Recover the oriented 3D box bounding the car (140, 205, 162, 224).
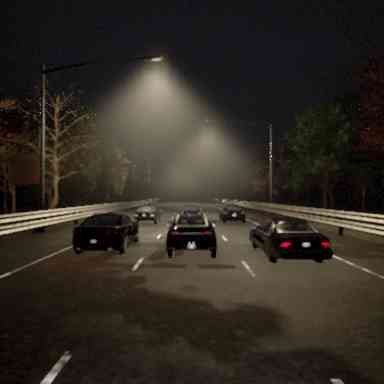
[{"bbox_3d":[-3.628,1.825,27.643,2.033,1.411,5.357,0,-1,0],"label":"car"}]

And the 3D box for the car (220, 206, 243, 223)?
[{"bbox_3d":[3.375,1.852,28.688,1.994,1.385,4.181,0,0,0],"label":"car"}]

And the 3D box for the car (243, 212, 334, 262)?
[{"bbox_3d":[3.484,1.678,12.650,2.033,1.411,5.357,0,-1,0],"label":"car"}]

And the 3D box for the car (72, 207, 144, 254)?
[{"bbox_3d":[-3.507,1.624,14.335,1.882,1.535,5.008,0,0,0],"label":"car"}]

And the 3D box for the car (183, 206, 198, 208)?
[{"bbox_3d":[-0.127,1.851,28.502,1.994,1.385,4.181,0,0,0],"label":"car"}]

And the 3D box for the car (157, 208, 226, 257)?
[{"bbox_3d":[-0.011,1.633,13.607,2.128,1.511,4.902,0,0,0],"label":"car"}]
